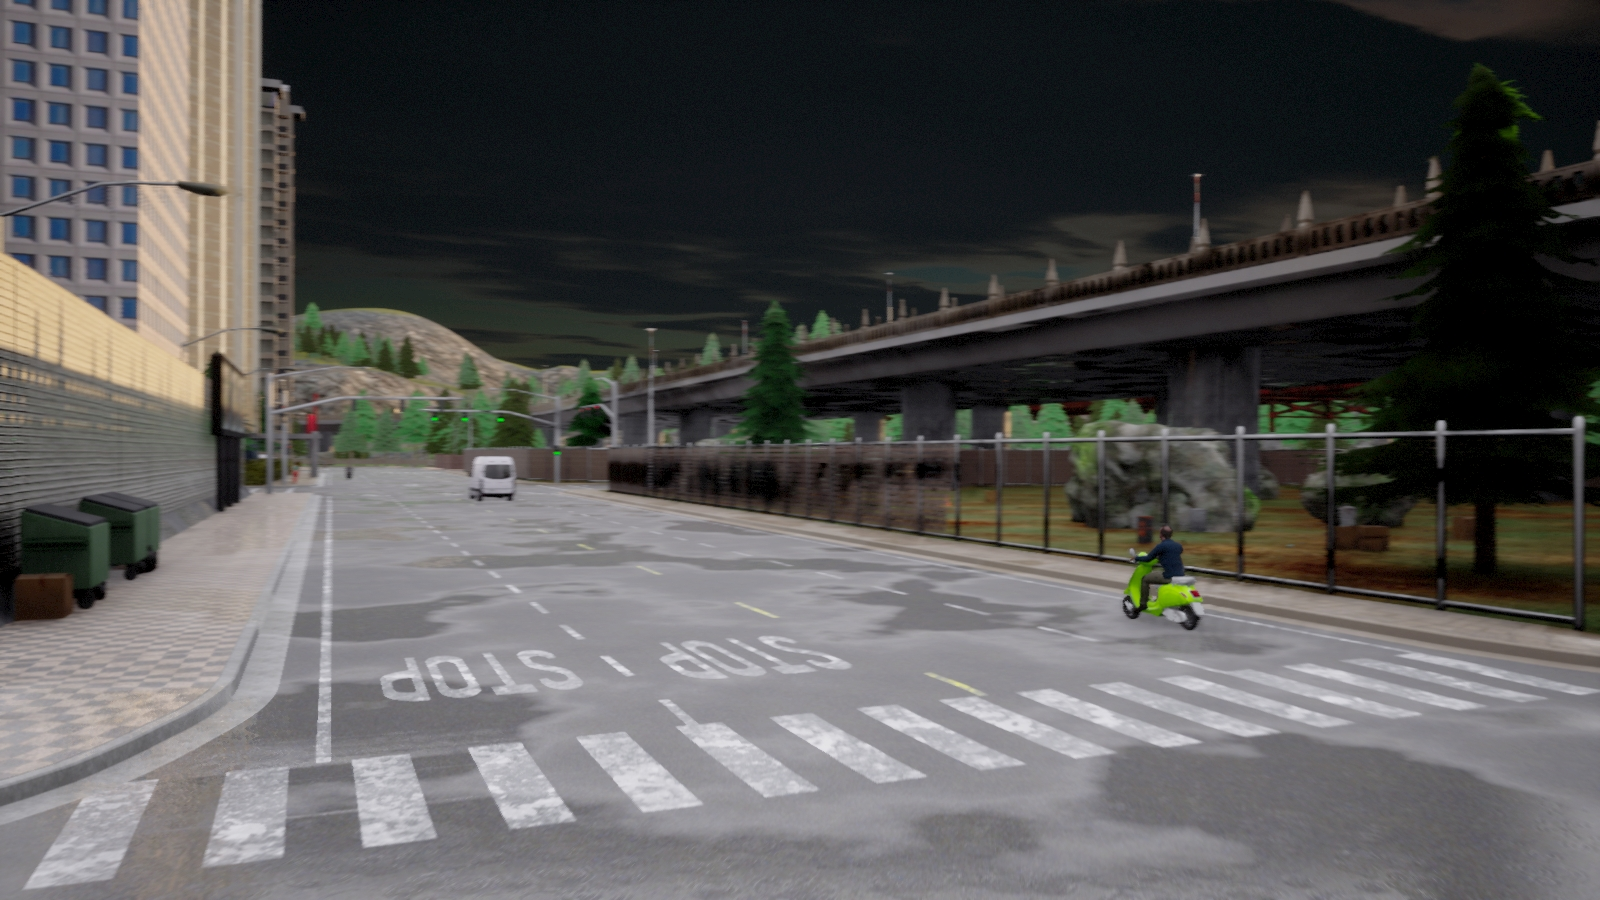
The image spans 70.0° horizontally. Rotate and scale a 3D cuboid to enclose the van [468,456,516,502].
[{"bbox_3d":[-18.104,1.664,67.032,1.988,2.561,5.915,0,0,-22],"label":"van"}]
